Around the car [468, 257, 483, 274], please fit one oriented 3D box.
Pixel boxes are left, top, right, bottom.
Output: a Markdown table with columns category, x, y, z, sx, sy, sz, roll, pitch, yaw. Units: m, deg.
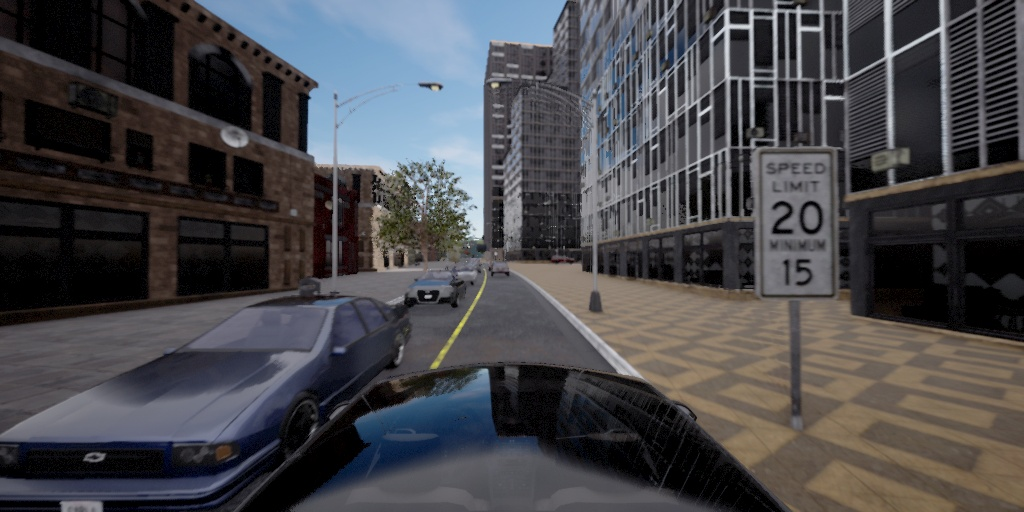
| category | x | y | z | sx | sy | sz | roll | pitch | yaw |
| --- | --- | --- | --- | --- | --- | --- | --- | --- | --- |
| car | -4.322 | 1.198 | 40.502 | 2.128 | 1.511 | 4.902 | 0 | 0 | -5 |

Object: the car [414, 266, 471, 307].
| category | x | y | z | sx | sy | sz | roll | pitch | yaw |
| --- | --- | --- | --- | --- | --- | --- | --- | --- | --- |
| car | -3.068 | 1.296 | 15.088 | 1.994 | 1.385 | 4.181 | 0 | 0 | 0 |

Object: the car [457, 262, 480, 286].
| category | x | y | z | sx | sy | sz | roll | pitch | yaw |
| --- | --- | --- | --- | --- | --- | --- | --- | --- | --- |
| car | -3.457 | 1.316 | 25.256 | 1.895 | 1.301 | 4.718 | 0 | 0 | -3 |

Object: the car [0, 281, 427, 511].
| category | x | y | z | sx | sy | sz | roll | pitch | yaw |
| --- | --- | --- | --- | --- | --- | --- | --- | --- | --- |
| car | -2.889 | 1.295 | 5.052 | 2.033 | 1.411 | 5.357 | 0 | 0 | 0 |

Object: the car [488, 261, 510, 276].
| category | x | y | z | sx | sy | sz | roll | pitch | yaw |
| --- | --- | --- | --- | --- | --- | --- | --- | --- | --- |
| car | -1.207 | 1.245 | 35.703 | 2.033 | 1.411 | 5.357 | 0 | 0 | -4 |
